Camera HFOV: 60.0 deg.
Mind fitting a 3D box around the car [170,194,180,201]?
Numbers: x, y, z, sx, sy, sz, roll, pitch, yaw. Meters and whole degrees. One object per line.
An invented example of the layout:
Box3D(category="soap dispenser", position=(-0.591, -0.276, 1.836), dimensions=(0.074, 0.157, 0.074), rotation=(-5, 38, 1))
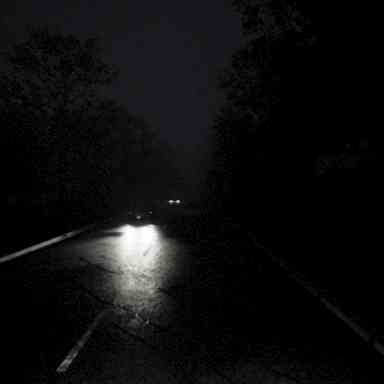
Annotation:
Box3D(category="car", position=(-3.255, 0.992, 63.809), dimensions=(2.033, 1.411, 5.357), rotation=(0, 1, 1))

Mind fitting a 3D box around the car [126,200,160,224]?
Box3D(category="car", position=(-3.345, 1.308, 23.305), dimensions=(2.128, 1.511, 4.902), rotation=(0, 0, 0))
